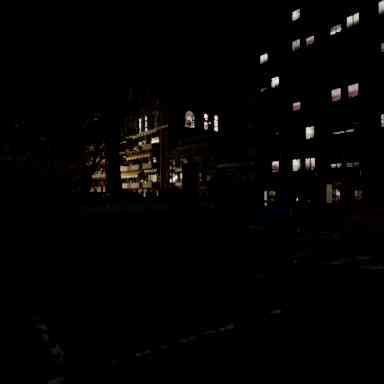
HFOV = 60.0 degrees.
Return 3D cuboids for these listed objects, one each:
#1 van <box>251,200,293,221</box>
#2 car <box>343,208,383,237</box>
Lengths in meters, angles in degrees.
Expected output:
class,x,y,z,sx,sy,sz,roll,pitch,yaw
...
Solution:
class,x,y,z,sx,sy,sz,roll,pitch,yaw
van,7.175,1.642,30.215,1.690,1.788,3.998,-1,0,-36
car,10.577,1.593,17.321,5.008,1.535,1.882,-1,-1,41
